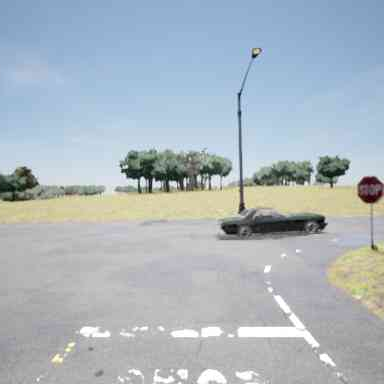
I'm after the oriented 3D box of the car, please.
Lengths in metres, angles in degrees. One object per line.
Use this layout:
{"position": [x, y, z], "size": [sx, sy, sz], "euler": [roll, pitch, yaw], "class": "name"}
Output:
{"position": [3.577, 1.347, 15.158], "size": [4.718, 1.301, 1.895], "euler": [-3, 0, -1], "class": "car"}
